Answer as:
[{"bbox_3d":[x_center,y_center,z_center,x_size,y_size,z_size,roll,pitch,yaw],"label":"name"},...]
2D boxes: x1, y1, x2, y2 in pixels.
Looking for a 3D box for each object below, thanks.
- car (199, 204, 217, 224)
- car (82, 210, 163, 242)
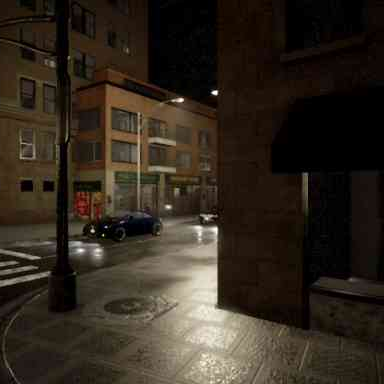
[{"bbox_3d":[2.362,1.580,24.711,1.812,1.442,4.674,0,0,35],"label":"car"},{"bbox_3d":[-3.353,1.594,16.704,1.994,1.385,4.181,0,0,35],"label":"car"}]
